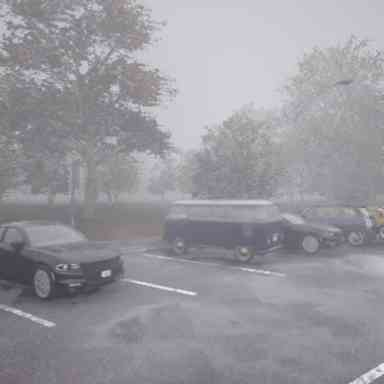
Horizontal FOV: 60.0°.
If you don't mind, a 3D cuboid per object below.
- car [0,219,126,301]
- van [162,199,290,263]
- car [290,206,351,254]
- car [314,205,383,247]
[{"bbox_3d":[-3.868,1.484,8.455,5.008,1.535,2.097,-1,-1,35],"label":"car"},{"bbox_3d":[0.896,1.260,11.923,4.442,1.987,1.878,-1,-1,35],"label":"van"},{"bbox_3d":[3.438,1.485,13.558,5.008,1.535,2.097,-1,-1,35],"label":"car"},{"bbox_3d":[5.911,1.361,15.209,4.553,1.767,2.185,-1,-1,36],"label":"car"}]
